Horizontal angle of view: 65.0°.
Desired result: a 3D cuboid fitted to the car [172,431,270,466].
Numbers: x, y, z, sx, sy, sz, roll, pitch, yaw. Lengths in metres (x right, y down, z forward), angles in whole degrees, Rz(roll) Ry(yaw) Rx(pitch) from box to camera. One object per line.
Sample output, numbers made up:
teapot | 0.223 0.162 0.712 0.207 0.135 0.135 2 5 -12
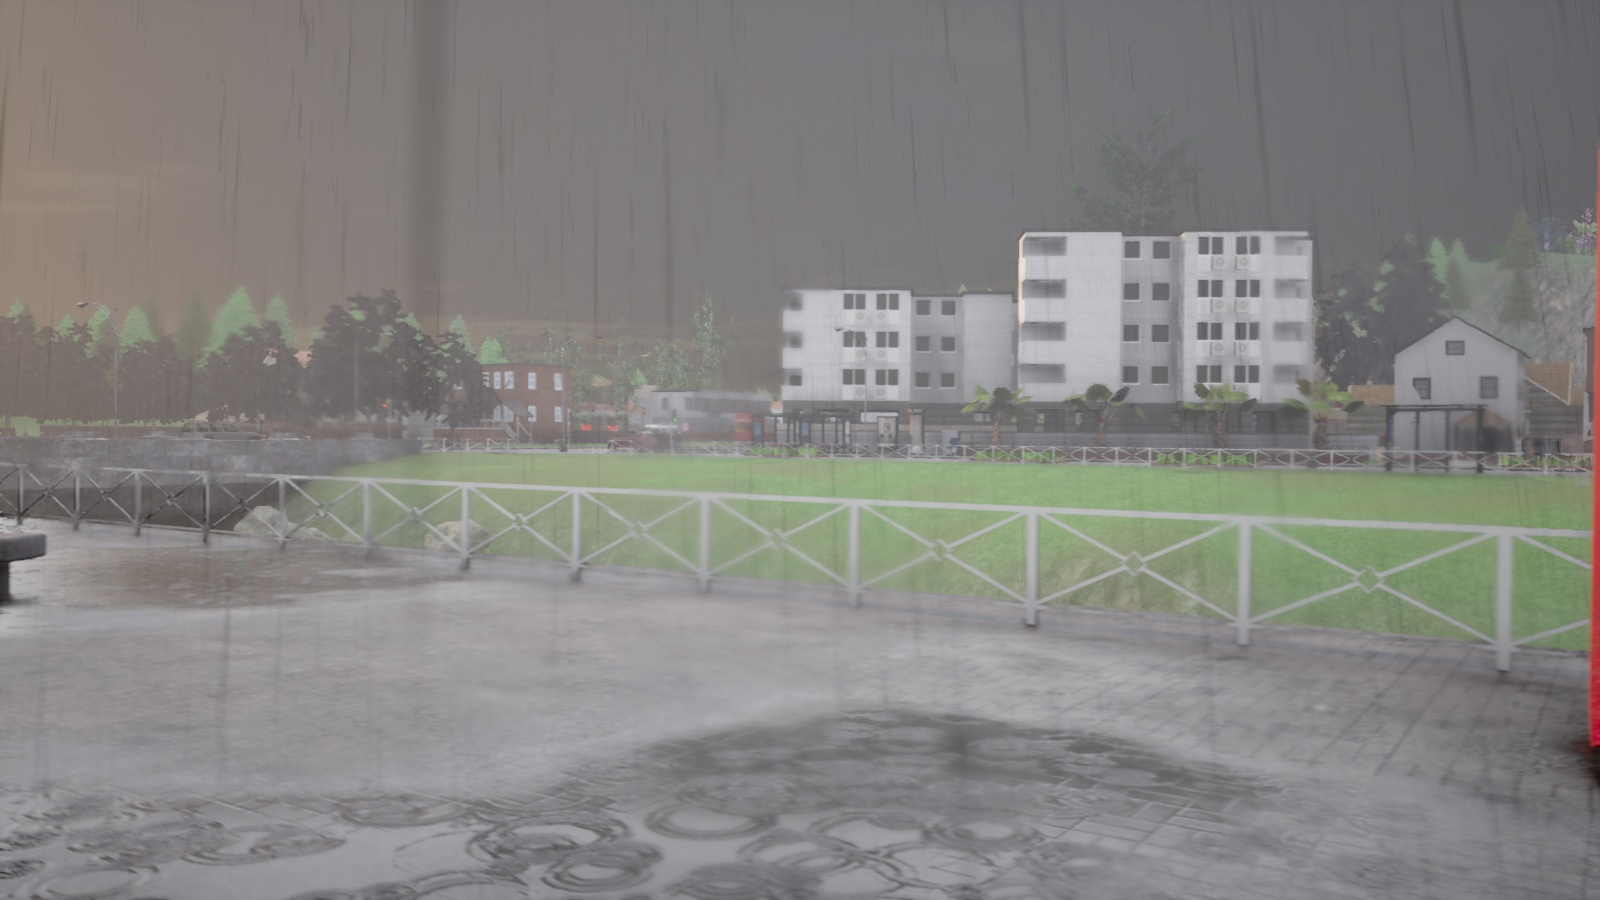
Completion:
car | -32.392 -0.119 70.396 1.932 1.855 4.605 0 1 35

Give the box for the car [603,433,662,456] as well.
car | -11.468 -0.359 85.930 3.705 1.549 1.789 0 1 34
